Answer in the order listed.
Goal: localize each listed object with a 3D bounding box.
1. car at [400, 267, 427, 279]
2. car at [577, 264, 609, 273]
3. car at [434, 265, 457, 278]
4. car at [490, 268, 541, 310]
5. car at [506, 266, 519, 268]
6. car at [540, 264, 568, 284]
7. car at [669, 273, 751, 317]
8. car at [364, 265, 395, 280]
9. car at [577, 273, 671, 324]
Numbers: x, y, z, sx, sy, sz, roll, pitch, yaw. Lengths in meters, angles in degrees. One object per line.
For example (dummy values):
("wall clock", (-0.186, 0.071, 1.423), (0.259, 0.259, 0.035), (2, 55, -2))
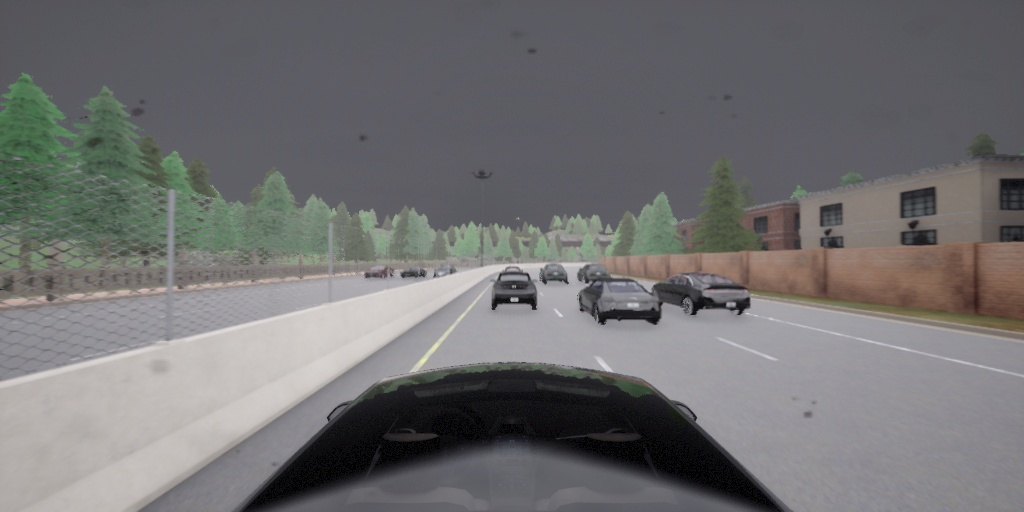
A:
("car", (-10.625, 1.821, 39.042), (1.895, 1.301, 4.718), (0, -1, 0))
("car", (7.078, 1.478, 31.488), (2.097, 1.767, 4.553), (0, -1, 0))
("car", (-7.120, 1.709, 38.756), (2.128, 1.511, 4.902), (0, -1, 0))
("car", (0.089, 1.434, 15.886), (1.837, 1.490, 4.892), (0, -1, 0))
("car", (0.063, 1.668, 32.780), (1.812, 1.442, 4.674), (0, -1, 0))
("car", (3.577, 1.478, 31.490), (2.097, 1.767, 4.553), (0, -1, 0))
("car", (7.091, 1.398, 14.033), (2.128, 1.511, 4.902), (0, -1, 0))
("car", (-14.118, 1.691, 38.493), (1.882, 1.535, 5.008), (0, -1, 0))
("car", (3.591, 1.452, 12.641), (1.994, 1.385, 4.181), (0, -1, 0))
